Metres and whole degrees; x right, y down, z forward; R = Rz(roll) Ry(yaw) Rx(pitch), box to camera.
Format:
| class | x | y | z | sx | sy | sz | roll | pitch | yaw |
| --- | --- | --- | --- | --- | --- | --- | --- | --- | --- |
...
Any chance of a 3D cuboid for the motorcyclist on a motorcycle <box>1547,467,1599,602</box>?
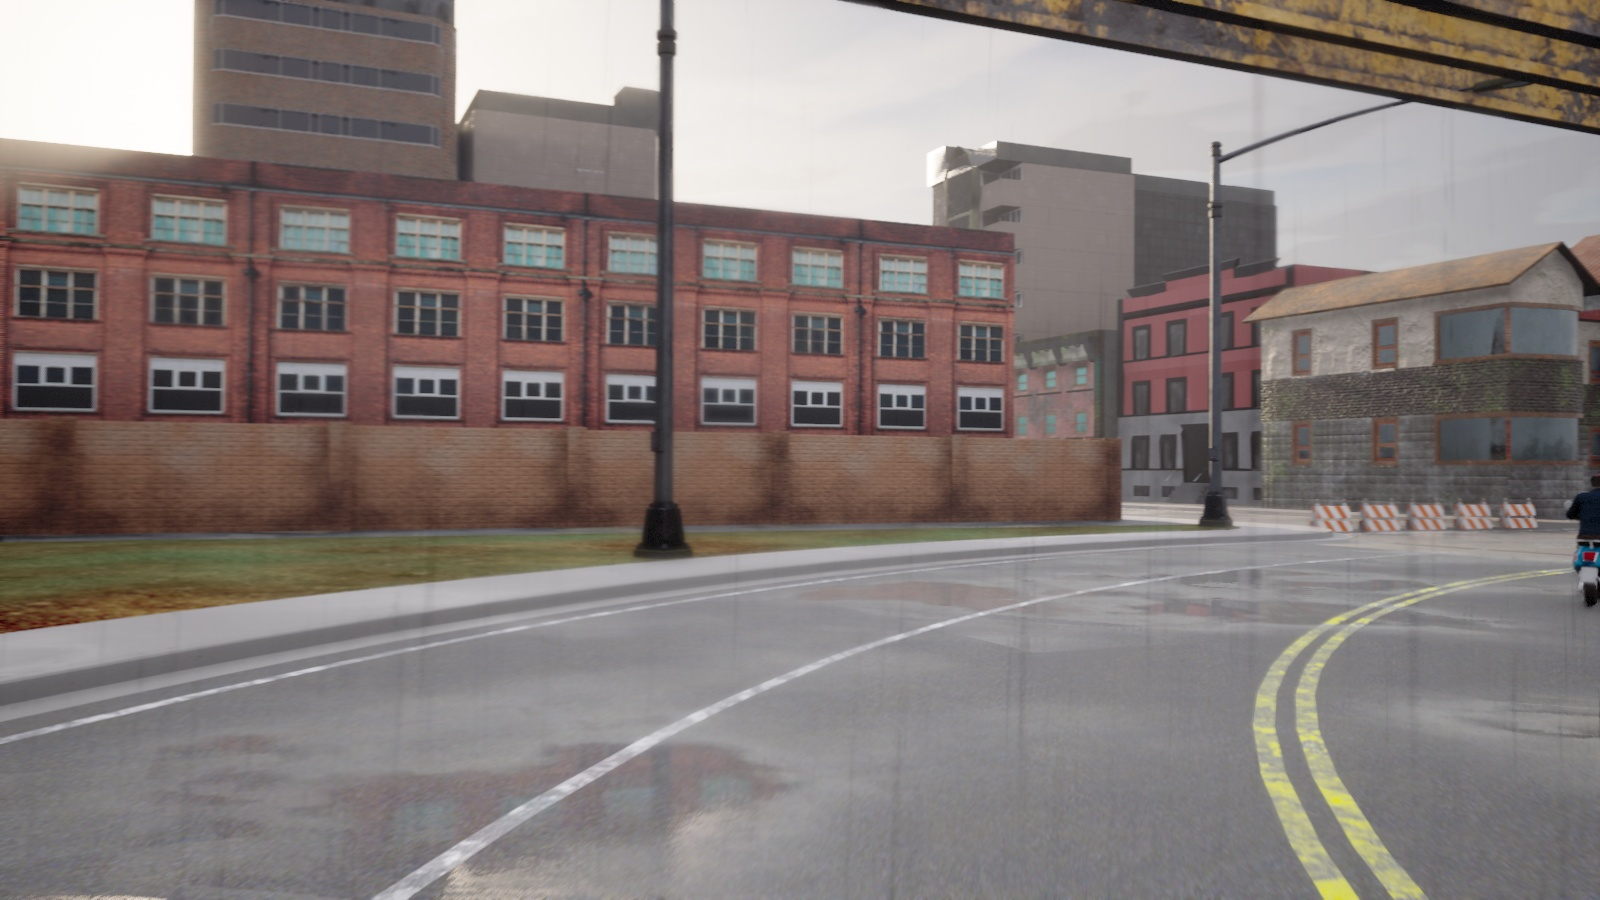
| class | x | y | z | sx | sy | sz | roll | pitch | yaw |
| --- | --- | --- | --- | --- | --- | --- | --- | --- | --- |
| motorcyclist on a motorcycle | 9.906 | 1.006 | 15.519 | 0.866 | 1.590 | 1.817 | 0 | -1 | 41 |
